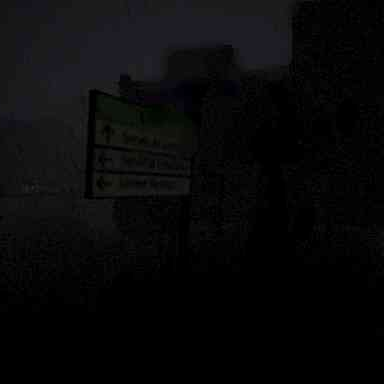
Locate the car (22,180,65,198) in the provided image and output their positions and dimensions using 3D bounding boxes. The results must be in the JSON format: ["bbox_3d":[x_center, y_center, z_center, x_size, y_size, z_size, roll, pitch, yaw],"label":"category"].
[{"bbox_3d":[-18.027,-0.393,40.722,2.150,2.045,5.566,4,4,19],"label":"car"}]
